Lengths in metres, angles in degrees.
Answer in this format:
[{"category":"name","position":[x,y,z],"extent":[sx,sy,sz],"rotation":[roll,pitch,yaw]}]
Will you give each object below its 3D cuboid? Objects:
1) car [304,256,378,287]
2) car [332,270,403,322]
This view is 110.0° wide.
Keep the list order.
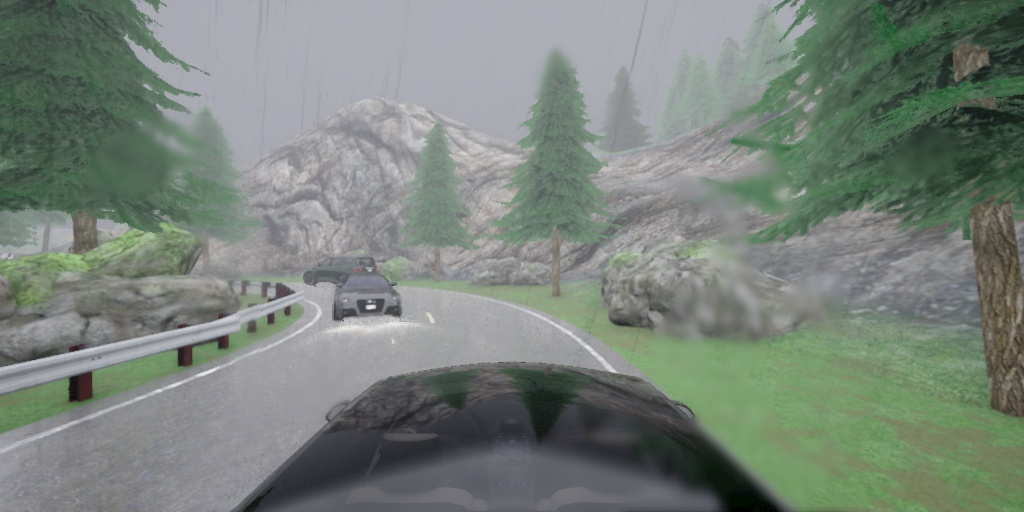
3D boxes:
[{"category":"car","position":[-11.625,1.045,24.411],"extent":[5.566,2.045,2.150],"rotation":[0,-1,26]},{"category":"car","position":[-5.095,1.349,12.572],"extent":[1.994,1.385,4.181],"rotation":[0,0,-26]}]
